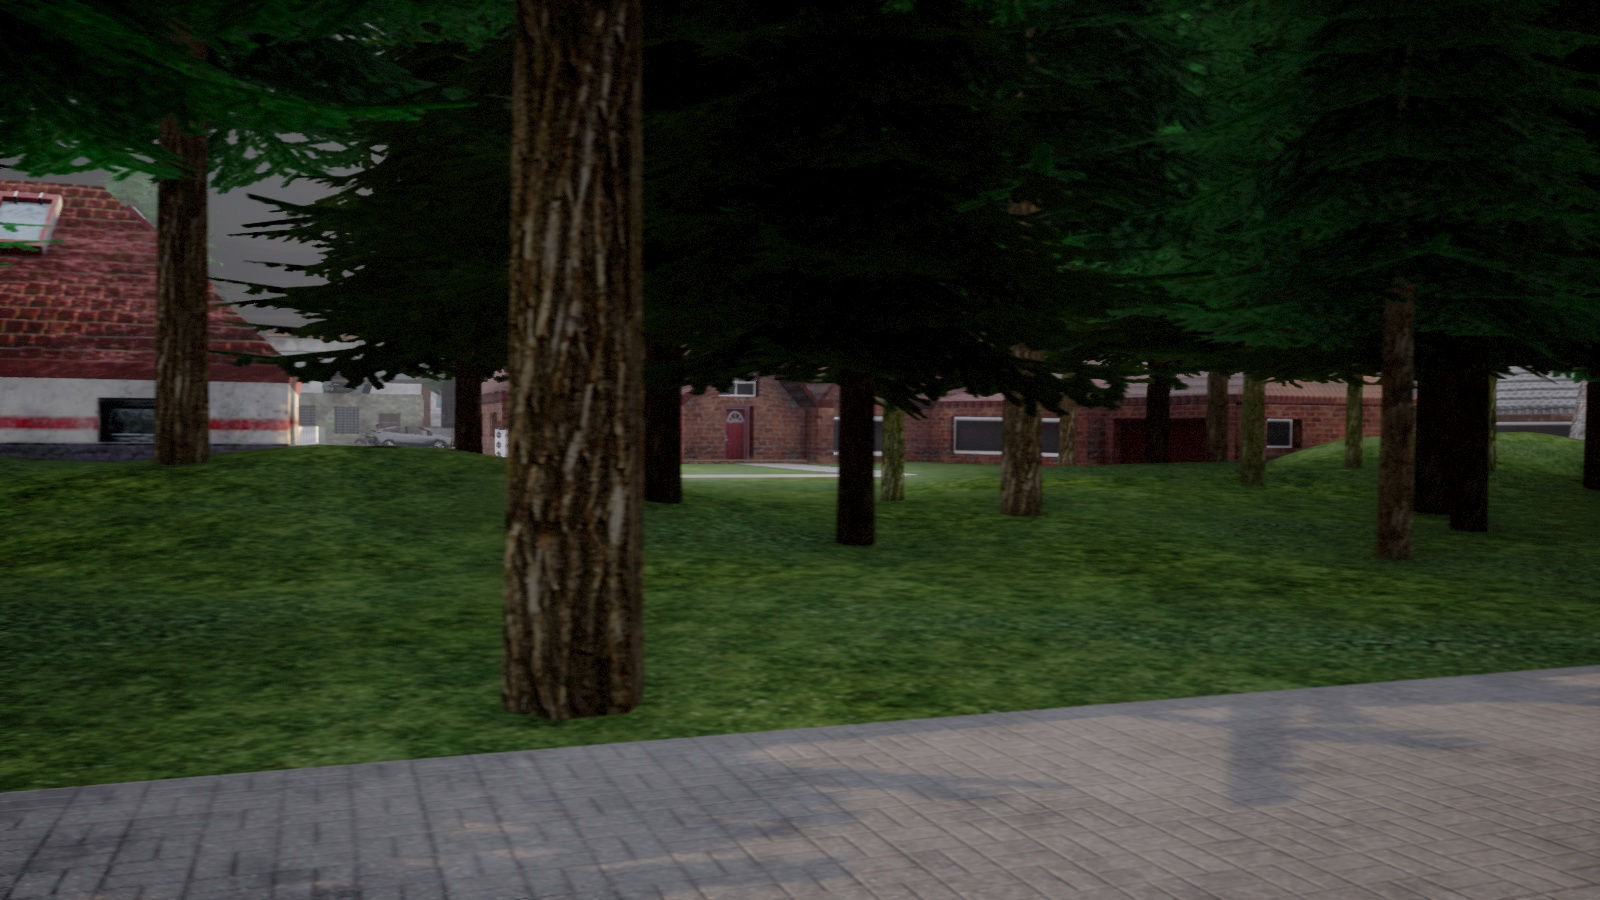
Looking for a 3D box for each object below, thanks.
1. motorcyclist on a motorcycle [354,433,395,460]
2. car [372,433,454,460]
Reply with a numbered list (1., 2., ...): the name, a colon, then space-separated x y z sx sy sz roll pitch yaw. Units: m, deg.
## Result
1. motorcyclist on a motorcycle: -26.251 -0.227 77.421 2.350 1.649 0.766 -1 1 -21
2. car: -22.915 -0.218 74.410 4.514 1.525 2.007 -1 1 -21
